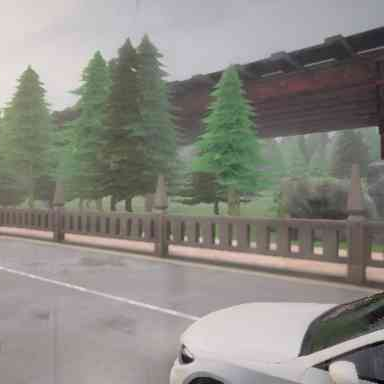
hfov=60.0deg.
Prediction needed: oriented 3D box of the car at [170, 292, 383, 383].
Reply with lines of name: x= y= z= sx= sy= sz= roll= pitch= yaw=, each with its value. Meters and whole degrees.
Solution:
car: x=1.975 y=1.524 z=2.582 sx=4.674 sy=1.442 sz=1.812 roll=-1 pitch=0 yaw=36
